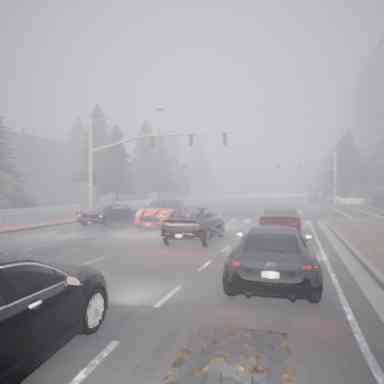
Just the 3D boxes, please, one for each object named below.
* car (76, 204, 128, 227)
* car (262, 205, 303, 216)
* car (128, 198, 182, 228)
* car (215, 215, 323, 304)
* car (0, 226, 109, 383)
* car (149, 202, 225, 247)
[{"bbox_3d":[-5.248,1.451,21.279,1.895,1.301,4.718,0,0,18],"label":"car"},{"bbox_3d":[4.529,1.385,16.875,1.882,1.535,5.008,0,0,18],"label":"car"},{"bbox_3d":[-1.766,1.215,20.671,2.097,1.767,4.553,0,1,18],"label":"car"},{"bbox_3d":[1.989,1.518,8.192,1.994,1.385,4.181,0,0,15],"label":"car"},{"bbox_3d":[-2.632,1.474,3.854,1.837,1.490,4.892,0,1,10],"label":"car"},{"bbox_3d":[0.193,1.400,14.580,2.128,1.511,4.902,0,0,16],"label":"car"}]
